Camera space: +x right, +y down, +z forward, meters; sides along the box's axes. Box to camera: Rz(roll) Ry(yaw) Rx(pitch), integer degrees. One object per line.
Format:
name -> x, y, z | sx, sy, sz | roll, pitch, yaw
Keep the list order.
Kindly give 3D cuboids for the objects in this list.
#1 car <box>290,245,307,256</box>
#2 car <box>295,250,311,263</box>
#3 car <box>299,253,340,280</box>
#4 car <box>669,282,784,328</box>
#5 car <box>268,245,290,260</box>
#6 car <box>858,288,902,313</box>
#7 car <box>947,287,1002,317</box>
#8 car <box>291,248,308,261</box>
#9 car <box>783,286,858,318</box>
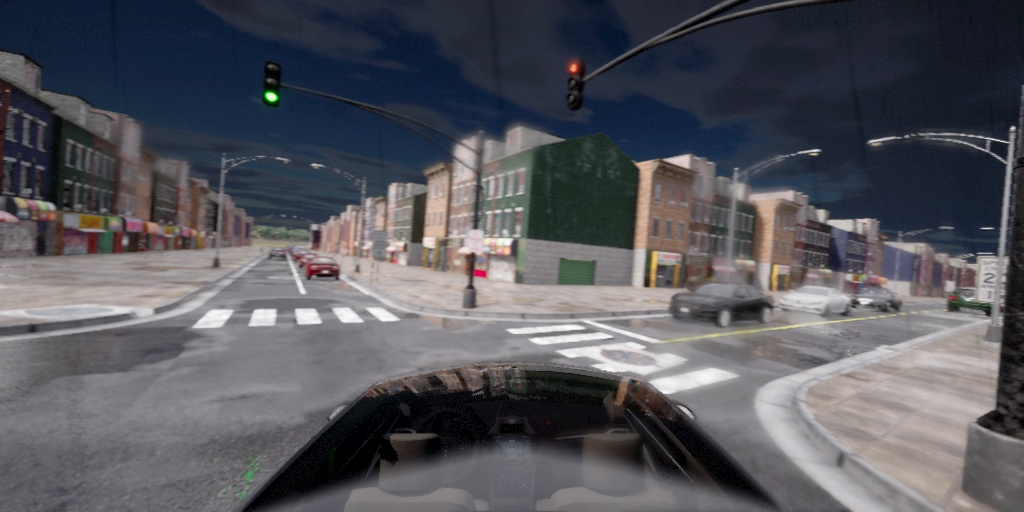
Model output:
car -> -26.567, -0.208, 45.316 | 1.967, 1.591, 4.097 | 0, 0, -33
car -> -17.648, 0.407, 31.327 | 1.802, 1.307, 4.207 | 0, 0, -33
car -> -11.702, 0.685, 22.001 | 1.888, 1.381, 4.507 | 0, 0, -33
car -> 8.153, 1.749, 13.847 | 5.008, 1.535, 1.882 | 4, 1, -33
car -> -28.853, -0.320, 44.274 | 2.128, 1.511, 4.902 | 4, -1, -33
car -> 25.099, 2.963, 24.674 | 4.902, 1.511, 2.128 | 4, 1, -32
car -> 37.138, 3.640, 28.872 | 5.566, 2.045, 2.150 | 4, 0, -33
car -> -23.594, 0.055, 40.653 | 1.888, 1.381, 4.507 | 0, 0, -33
car -> 16.063, 2.335, 18.907 | 4.674, 1.442, 1.812 | 4, 1, -33
